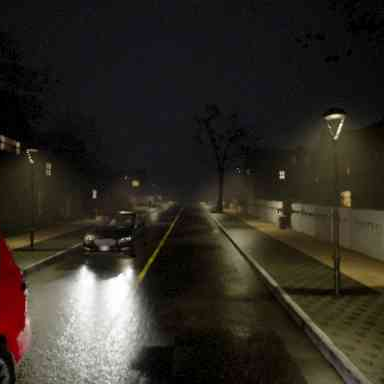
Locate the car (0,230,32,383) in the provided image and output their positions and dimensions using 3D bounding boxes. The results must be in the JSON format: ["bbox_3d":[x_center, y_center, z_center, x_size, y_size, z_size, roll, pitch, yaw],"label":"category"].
[{"bbox_3d":[-2.848,1.235,1.428,2.150,2.045,5.566,0,-1,0],"label":"car"}]

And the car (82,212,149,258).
[{"bbox_3d":[-2.861,1.579,13.316,2.128,1.511,4.902,0,0,0],"label":"car"}]
